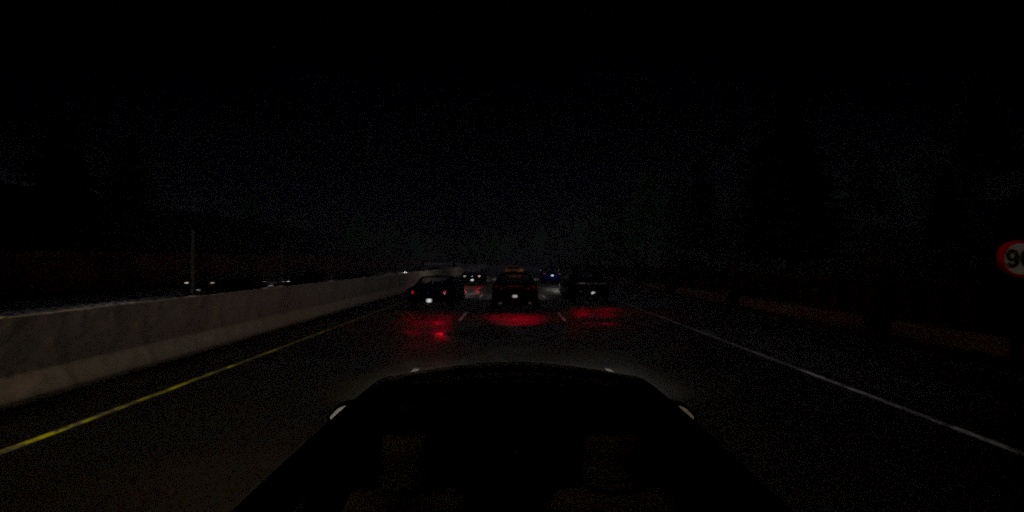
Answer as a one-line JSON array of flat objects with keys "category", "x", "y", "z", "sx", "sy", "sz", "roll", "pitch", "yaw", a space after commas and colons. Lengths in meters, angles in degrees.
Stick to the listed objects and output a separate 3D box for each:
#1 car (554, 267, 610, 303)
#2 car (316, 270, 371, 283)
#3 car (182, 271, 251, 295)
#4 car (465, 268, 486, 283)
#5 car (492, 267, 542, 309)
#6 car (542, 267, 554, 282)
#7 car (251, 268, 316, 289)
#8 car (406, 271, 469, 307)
[{"category": "car", "x": 3.624, "y": 1.474, "z": 18.432, "sx": 2.128, "sy": 1.511, "sz": 4.902, "roll": 0, "pitch": -1, "yaw": 0}, {"category": "car", "x": -10.565, "y": 1.601, "z": 23.519, "sx": 1.994, "sy": 1.385, "sz": 4.181, "roll": 0, "pitch": -1, "yaw": 0}, {"category": "car", "x": -17.568, "y": 1.614, "z": 22.291, "sx": 1.895, "sy": 1.301, "sz": 4.718, "roll": 0, "pitch": -1, "yaw": 0}, {"category": "car", "x": -3.350, "y": 1.767, "z": 32.387, "sx": 1.895, "sy": 1.301, "sz": 4.718, "roll": 0, "pitch": -1, "yaw": 0}, {"category": "car", "x": 0.120, "y": 1.427, "z": 16.242, "sx": 1.882, "sy": 1.535, "sz": 5.008, "roll": 0, "pitch": -1, "yaw": 0}, {"category": "car", "x": 3.654, "y": 1.767, "z": 34.527, "sx": 1.994, "sy": 1.385, "sz": 4.181, "roll": 0, "pitch": -1, "yaw": 0}, {"category": "car", "x": -14.065, "y": 1.524, "z": 23.428, "sx": 2.128, "sy": 1.511, "sz": 4.902, "roll": 0, "pitch": -1, "yaw": 0}, {"category": "car", "x": -3.378, "y": 1.554, "z": 16.844, "sx": 1.895, "sy": 1.301, "sz": 4.718, "roll": 0, "pitch": -1, "yaw": 0}]
